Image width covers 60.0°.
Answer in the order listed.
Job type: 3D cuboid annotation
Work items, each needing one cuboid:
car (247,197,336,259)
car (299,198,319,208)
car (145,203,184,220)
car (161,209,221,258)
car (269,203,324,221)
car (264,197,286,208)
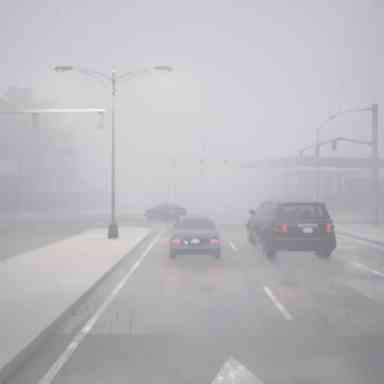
[{"bbox_3d":[3.598,1.294,12.999,2.150,2.045,5.566,0,0,0],"label":"car"},{"bbox_3d":[18.954,1.752,53.985,1.970,1.475,3.806,0,0,0],"label":"car"},{"bbox_3d":[-2.245,1.642,27.420,2.128,1.511,4.902,1,-1,-31],"label":"car"},{"bbox_3d":[0.101,1.620,13.066,2.033,1.411,5.357,0,0,0],"label":"car"},{"bbox_3d":[9.059,1.723,28.928,4.181,1.385,1.994,0,-1,-21],"label":"car"},{"bbox_3d":[13.209,1.587,53.223,2.242,1.667,4.611,0,0,0],"label":"car"}]
